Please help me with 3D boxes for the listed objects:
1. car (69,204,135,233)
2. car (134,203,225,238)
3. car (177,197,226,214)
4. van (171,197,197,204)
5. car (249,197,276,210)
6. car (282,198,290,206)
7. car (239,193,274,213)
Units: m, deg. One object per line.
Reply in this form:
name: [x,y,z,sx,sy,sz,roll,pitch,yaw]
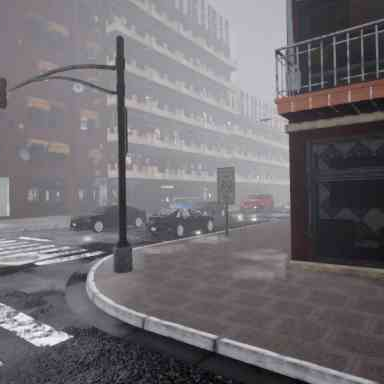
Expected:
car: [-4.882,1.475,19.919,1.882,1.535,5.008,-1,-1,36]
car: [-0.470,1.435,16.778,2.008,1.369,4.403,-1,-1,36]
car: [1.167,1.478,28.368,1.837,1.490,4.892,-1,-1,35]
van: [-0.399,1.365,30.424,1.690,1.788,3.998,-1,-1,36]
car: [9.327,1.431,44.014,1.967,1.590,4.097,-1,-1,36]
car: [15.713,1.496,52.935,1.752,1.417,4.829,-1,-1,36]
car: [7.252,1.174,36.875,2.150,2.045,5.566,-1,-1,36]
